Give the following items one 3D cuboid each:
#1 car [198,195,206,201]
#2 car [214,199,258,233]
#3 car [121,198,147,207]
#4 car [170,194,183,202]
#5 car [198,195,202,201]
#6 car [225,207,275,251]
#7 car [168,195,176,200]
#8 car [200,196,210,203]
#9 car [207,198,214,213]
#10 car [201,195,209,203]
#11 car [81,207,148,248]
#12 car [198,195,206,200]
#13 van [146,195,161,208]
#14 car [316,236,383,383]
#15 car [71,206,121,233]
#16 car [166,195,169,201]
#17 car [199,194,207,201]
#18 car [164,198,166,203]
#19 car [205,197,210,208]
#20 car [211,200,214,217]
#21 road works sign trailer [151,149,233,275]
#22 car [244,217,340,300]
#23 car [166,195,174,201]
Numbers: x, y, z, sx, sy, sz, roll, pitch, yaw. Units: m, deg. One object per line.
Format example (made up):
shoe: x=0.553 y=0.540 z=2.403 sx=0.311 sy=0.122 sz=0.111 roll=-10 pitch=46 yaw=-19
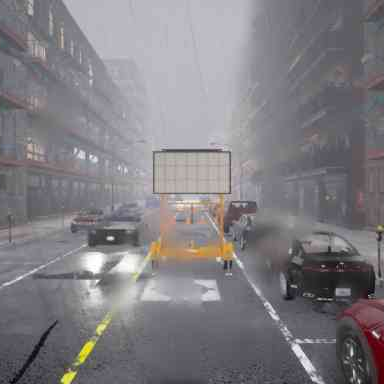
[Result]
car: x=2.705 y=1.502 z=87.511 sx=1.887 sy=1.381 sz=4.507 roll=1 pitch=0 yaw=0
car: x=2.705 y=1.316 z=19.461 sx=2.192 sy=1.841 sz=5.009 roll=1 pitch=0 yaw=0
car: x=-5.678 y=1.564 z=30.862 sx=1.947 sy=1.339 sz=4.313 roll=1 pitch=0 yaw=0
car: x=-2.998 y=1.325 z=72.553 sx=2.097 sy=1.767 sz=4.553 roll=0 pitch=0 yaw=0
car: x=2.705 y=1.420 z=64.828 sx=1.967 sy=1.590 sz=4.097 roll=1 pitch=0 yaw=0
car: x=2.701 y=1.553 z=13.789 sx=2.008 sy=1.369 sz=4.403 roll=1 pitch=0 yaw=0
car: x=-5.675 y=1.502 z=93.247 sx=2.008 sy=1.369 sz=4.403 roll=1 pitch=0 yaw=0
car: x=2.705 y=1.557 z=70.500 sx=1.802 sy=1.307 sz=4.206 roll=1 pitch=0 yaw=0
car: x=2.702 y=1.543 z=30.802 sx=1.887 sy=1.381 sz=4.507 roll=1 pitch=0 yaw=0
car: x=2.703 y=1.517 z=47.985 sx=1.752 sy=1.417 sz=4.829 roll=1 pitch=0 yaw=0
car: x=-3.100 y=1.566 z=14.615 sx=1.994 sy=1.385 sz=4.181 roll=0 pitch=0 yaw=0
car: x=2.705 y=1.502 z=93.181 sx=2.008 sy=1.369 sz=4.403 roll=1 pitch=0 yaw=0
van: x=-5.674 y=1.333 z=47.876 sx=1.690 sy=1.788 sz=3.998 roll=1 pitch=0 yaw=0
car: x=2.702 y=1.441 z=2.448 sx=1.967 sy=1.590 sz=4.097 roll=1 pitch=0 yaw=0
car: x=-5.679 y=1.583 z=19.518 sx=1.802 sy=1.307 sz=4.206 roll=1 pitch=0 yaw=0
car: x=-5.676 y=1.536 z=59.219 sx=2.008 sy=1.369 sz=4.403 roll=1 pitch=0 yaw=0
car: x=2.706 y=1.404 z=81.839 sx=1.967 sy=1.590 sz=4.097 roll=1 pitch=0 yaw=0
car: x=-5.677 y=1.534 z=53.547 sx=1.887 sy=1.381 sz=4.507 roll=1 pitch=0 yaw=0
car: x=2.702 y=1.541 z=36.473 sx=1.887 sy=1.381 sz=4.507 roll=1 pitch=0 yaw=0
car: x=2.702 y=1.525 z=25.302 sx=1.752 sy=1.417 sz=4.829 roll=1 pitch=0 yaw=0
road works sign trailer: x=0.000 y=0.466 z=10.397 sx=2.380 sy=3.560 sz=2.880 roll=0 pitch=0 yaw=0
car: x=2.701 y=1.553 z=8.119 sx=2.008 sy=1.369 sz=4.403 roll=1 pitch=0 yaw=0
car: x=-5.674 y=1.483 z=87.406 sx=1.752 sy=1.417 sz=4.829 roll=1 pitch=0 yaw=0
